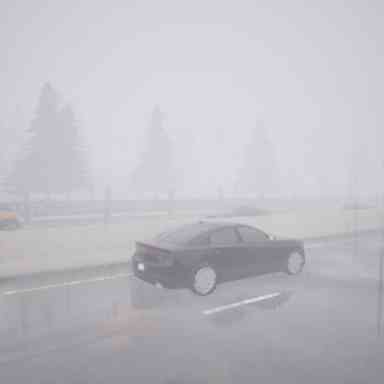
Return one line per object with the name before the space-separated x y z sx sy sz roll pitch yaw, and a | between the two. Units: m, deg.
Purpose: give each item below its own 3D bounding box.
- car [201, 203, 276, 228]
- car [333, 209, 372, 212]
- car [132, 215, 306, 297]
car | 3.360 1.564 23.572 5.357 1.411 2.033 0 0 -35
car | 12.785 1.590 25.995 4.181 1.385 1.994 0 0 -35
car | 0.912 1.483 8.694 5.008 1.535 1.882 0 0 -35
